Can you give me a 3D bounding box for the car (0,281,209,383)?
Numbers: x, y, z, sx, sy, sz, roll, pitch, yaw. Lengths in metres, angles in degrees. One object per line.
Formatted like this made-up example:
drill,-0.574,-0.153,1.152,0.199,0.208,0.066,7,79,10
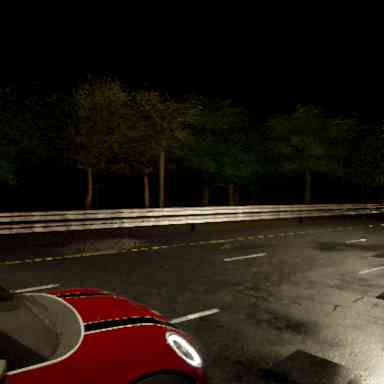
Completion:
car,-2.044,1.347,2.408,4.553,1.767,2.097,0,0,-36
